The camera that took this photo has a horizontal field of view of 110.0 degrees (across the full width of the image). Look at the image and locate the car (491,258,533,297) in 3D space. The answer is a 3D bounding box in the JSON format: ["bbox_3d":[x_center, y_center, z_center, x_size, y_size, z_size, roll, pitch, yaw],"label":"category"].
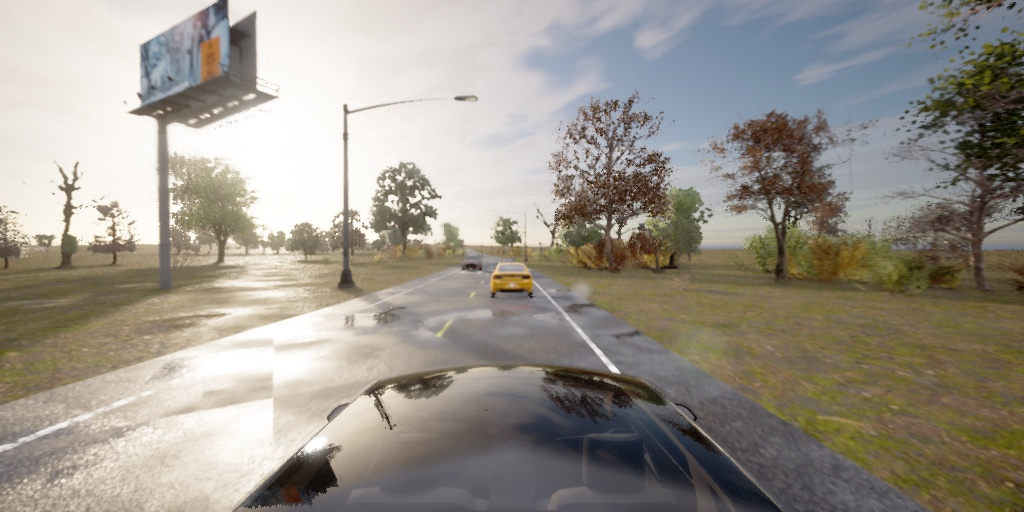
[{"bbox_3d":[-0.038,1.052,17.656,1.882,1.535,5.008,0,1,-1],"label":"car"}]

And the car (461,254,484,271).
[{"bbox_3d":[-4.281,0.688,38.882,2.097,1.767,4.553,0,1,-2],"label":"car"}]
